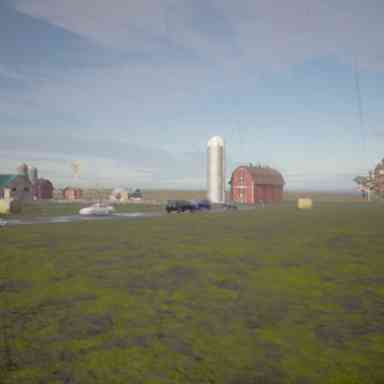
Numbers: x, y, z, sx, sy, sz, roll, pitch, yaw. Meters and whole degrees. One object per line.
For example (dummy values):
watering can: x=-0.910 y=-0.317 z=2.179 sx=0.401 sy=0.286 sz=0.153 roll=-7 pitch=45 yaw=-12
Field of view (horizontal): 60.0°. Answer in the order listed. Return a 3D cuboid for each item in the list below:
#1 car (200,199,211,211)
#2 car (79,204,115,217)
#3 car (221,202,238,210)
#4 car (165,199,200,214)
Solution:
car: x=1.177 y=2.230 z=58.213 sx=2.150 sy=2.045 sz=5.566 roll=1 pitch=-1 yaw=37
car: x=-11.623 y=2.205 z=41.064 sx=1.812 sy=1.442 sz=4.674 roll=0 pitch=0 yaw=37
car: x=7.074 y=2.628 z=62.150 sx=1.837 sy=1.490 sz=4.892 roll=0 pitch=-1 yaw=28
car: x=-1.621 y=2.107 z=49.629 sx=2.150 sy=2.045 sz=5.566 roll=0 pitch=-1 yaw=36
